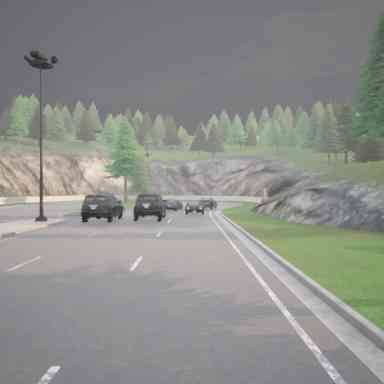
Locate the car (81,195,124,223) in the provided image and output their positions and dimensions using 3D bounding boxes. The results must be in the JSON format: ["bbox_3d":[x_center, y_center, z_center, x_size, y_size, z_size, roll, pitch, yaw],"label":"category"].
[{"bbox_3d":[-6.886,1.221,25.961,2.150,2.045,5.566,0,0,0],"label":"car"}]

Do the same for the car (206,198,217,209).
[{"bbox_3d":[2.129,1.492,44.223,2.128,1.511,4.902,0,0,14],"label":"car"}]

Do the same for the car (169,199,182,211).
[{"bbox_3d":[-2.342,1.563,40.469,1.994,1.385,4.181,0,0,10],"label":"car"}]

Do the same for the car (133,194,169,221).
[{"bbox_3d":[-3.368,1.216,27.225,2.150,2.045,5.566,0,-1,0],"label":"car"}]

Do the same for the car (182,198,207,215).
[{"bbox_3d":[0.330,1.601,34.261,1.895,1.301,4.718,0,0,2],"label":"car"}]
